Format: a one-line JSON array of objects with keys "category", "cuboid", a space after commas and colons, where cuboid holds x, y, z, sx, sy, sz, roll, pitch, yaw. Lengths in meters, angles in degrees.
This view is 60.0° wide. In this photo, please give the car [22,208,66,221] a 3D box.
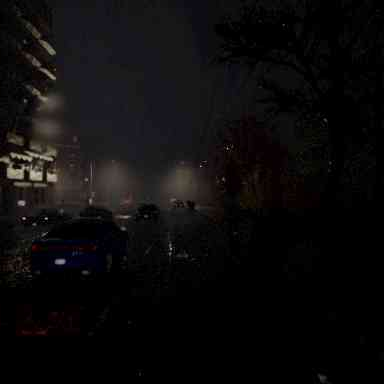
[{"category": "car", "cuboid": [-10.299, 1.824, 23.817, 1.895, 1.301, 4.718, 0, -1, -2]}]

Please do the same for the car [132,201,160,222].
[{"category": "car", "cuboid": [-3.804, 1.790, 28.990, 1.812, 1.442, 4.674, 0, -1, -2]}]

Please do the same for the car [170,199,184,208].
[{"category": "car", "cuboid": [-2.361, 2.013, 56.919, 1.837, 1.490, 4.892, 0, 0, -4]}]

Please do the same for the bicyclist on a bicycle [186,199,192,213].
[{"category": "bicyclist on a bicycle", "cuboid": [-0.441, 1.749, 42.226, 0.659, 1.776, 1.843, 0, 0, -3]}]

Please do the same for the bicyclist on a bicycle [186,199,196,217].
[{"category": "bicyclist on a bicycle", "cuboid": [0.057, 1.668, 33.163, 0.659, 1.776, 1.843, 0, 0, -3]}]

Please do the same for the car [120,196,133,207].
[{"category": "car", "cuboid": [-13.024, 1.825, 66.333, 2.150, 2.045, 5.566, 0, 0, -6]}]

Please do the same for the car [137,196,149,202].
[{"category": "car", "cuboid": [-9.826, 1.818, 67.058, 2.150, 2.045, 5.566, 0, 0, -6]}]

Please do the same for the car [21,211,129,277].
[{"category": "car", "cuboid": [-3.262, 1.577, 10.615, 1.882, 1.535, 5.008, 0, -1, -1]}]

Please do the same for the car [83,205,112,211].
[{"category": "car", "cuboid": [-7.077, 1.718, 24.503, 2.128, 1.511, 4.902, 0, -1, -2]}]
